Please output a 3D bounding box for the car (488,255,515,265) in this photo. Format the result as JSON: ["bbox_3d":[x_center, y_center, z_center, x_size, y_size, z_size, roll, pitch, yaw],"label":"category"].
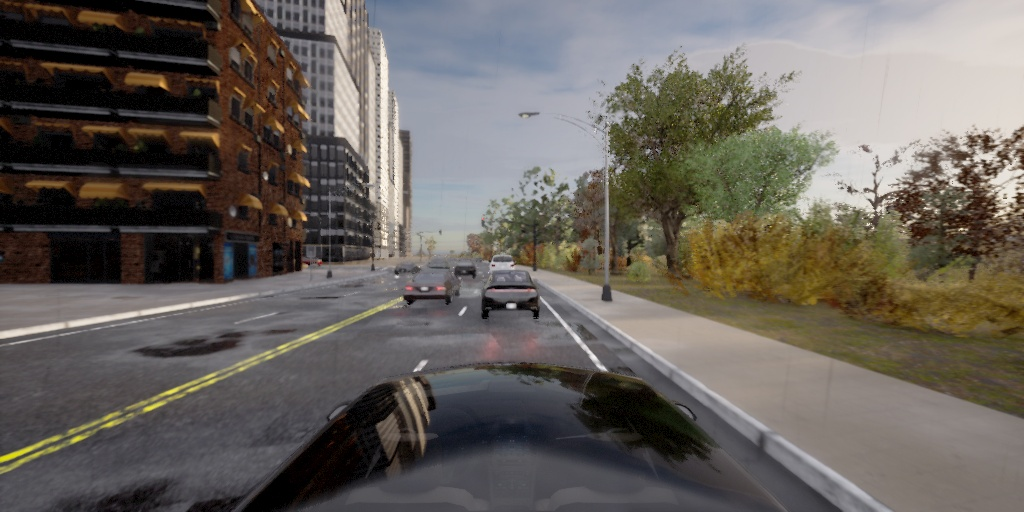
[{"bbox_3d":[-0.904,0.951,32.019,2.150,2.045,5.566,0,0,-4],"label":"car"}]

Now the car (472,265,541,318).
[{"bbox_3d":[-0.075,1.237,12.820,2.128,1.511,4.902,0,0,-1],"label":"car"}]

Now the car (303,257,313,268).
[{"bbox_3d":[-27.679,0.945,43.908,4.829,1.417,1.751,0,0,-13],"label":"car"}]

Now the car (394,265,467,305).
[{"bbox_3d":[-3.404,1.294,16.131,2.033,1.411,5.357,0,0,-2],"label":"car"}]

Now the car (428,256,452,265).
[{"bbox_3d":[-8.029,1.082,39.382,2.097,1.767,4.553,0,0,-4],"label":"car"}]

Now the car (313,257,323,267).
[{"bbox_3d":[-29.940,0.809,52.163,4.097,1.591,1.967,0,0,-13],"label":"car"}]

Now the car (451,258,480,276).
[{"bbox_3d":[-4.228,1.210,32.986,1.882,1.535,5.008,0,0,-4],"label":"car"}]

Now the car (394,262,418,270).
[{"bbox_3d":[-11.226,1.300,38.454,1.994,1.385,4.181,0,0,-4],"label":"car"}]
